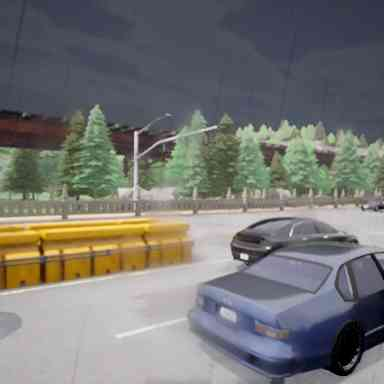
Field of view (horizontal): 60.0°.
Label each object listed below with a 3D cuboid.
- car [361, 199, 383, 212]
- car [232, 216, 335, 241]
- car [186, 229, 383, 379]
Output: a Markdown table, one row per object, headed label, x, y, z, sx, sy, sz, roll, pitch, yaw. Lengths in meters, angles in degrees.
| label | x | y | z | sx | sy | sz | roll | pitch | yaw |
| --- | --- | --- | --- | --- | --- | --- | --- | --- | --- |
| car | 23.273 | 1.687 | 42.092 | 4.902 | 1.511 | 2.128 | 0 | 0 | -36 |
| car | 3.408 | 1.543 | 10.491 | 4.892 | 1.490 | 1.837 | 1 | 0 | -35 |
| car | 2.504 | 1.571 | 5.560 | 5.357 | 1.411 | 2.033 | 0 | 0 | -35 |
